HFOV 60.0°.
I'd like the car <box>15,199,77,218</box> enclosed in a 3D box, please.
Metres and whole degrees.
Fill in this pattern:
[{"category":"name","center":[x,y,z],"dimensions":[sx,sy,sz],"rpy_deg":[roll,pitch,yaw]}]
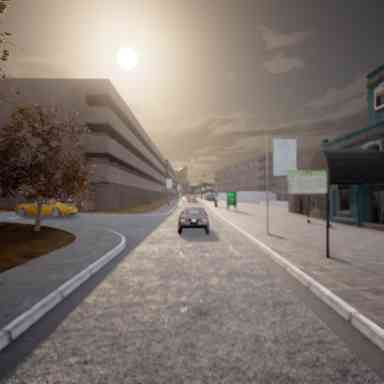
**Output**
[{"category":"car","center":[-12.177,1.288,27.776],"dimensions":[5.008,1.535,1.882],"rpy_deg":[2,-1,8]}]

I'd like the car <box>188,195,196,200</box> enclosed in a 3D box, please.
[{"category":"car","center":[0.007,1.374,86.485],"dimensions":[1.812,1.442,4.674],"rpy_deg":[0,0,0]}]

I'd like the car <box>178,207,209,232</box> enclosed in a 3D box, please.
[{"category":"car","center":[0.102,1.646,20.525],"dimensions":[2.033,1.411,5.357],"rpy_deg":[0,-1,0]}]

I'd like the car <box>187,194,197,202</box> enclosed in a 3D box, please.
[{"category":"car","center":[0.006,1.395,76.440],"dimensions":[2.097,1.767,4.553],"rpy_deg":[0,0,0]}]
